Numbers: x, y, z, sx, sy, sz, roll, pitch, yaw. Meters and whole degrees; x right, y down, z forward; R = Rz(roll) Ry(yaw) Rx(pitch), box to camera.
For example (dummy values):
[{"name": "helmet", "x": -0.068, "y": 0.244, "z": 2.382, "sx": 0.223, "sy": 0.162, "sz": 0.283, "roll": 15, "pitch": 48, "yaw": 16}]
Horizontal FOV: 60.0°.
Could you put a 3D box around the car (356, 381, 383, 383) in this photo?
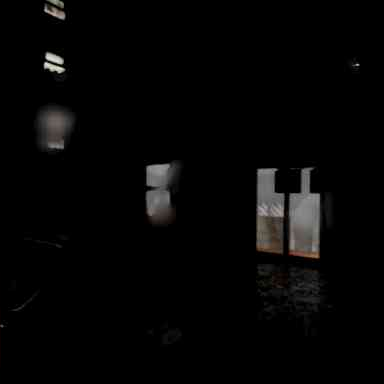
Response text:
[{"name": "car", "x": 2.410, "y": 1.566, "z": 0.990, "sx": 4.313, "sy": 1.339, "sz": 1.947, "roll": 0, "pitch": 1, "yaw": 36}]

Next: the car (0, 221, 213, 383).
[{"name": "car", "x": -2.109, "y": 1.314, "z": 4.211, "sx": 5.009, "sy": 1.841, "sz": 2.192, "roll": 0, "pitch": 1, "yaw": 36}]
